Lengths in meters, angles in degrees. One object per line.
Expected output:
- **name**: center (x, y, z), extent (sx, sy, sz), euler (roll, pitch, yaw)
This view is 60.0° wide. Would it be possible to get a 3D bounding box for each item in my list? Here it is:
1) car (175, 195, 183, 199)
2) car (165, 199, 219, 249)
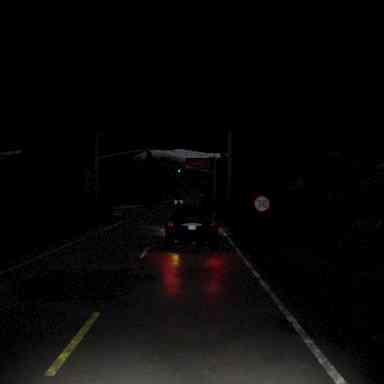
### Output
- **car**: center (-3.500, 1.492, 89.015), extent (1.837, 1.490, 4.892), euler (0, 0, 0)
- **car**: center (0.000, 1.363, 14.620), extent (2.097, 1.767, 4.553), euler (0, 0, 0)
